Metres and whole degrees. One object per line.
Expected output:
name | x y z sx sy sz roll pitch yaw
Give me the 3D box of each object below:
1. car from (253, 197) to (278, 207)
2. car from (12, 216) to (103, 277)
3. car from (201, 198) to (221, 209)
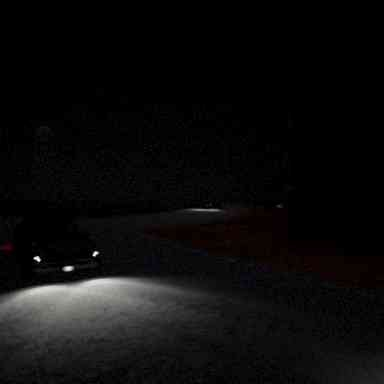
car | 12.426 1.561 56.010 4.553 1.767 2.097 1 0 -33
car | -4.490 1.498 10.472 2.033 1.411 5.357 1 0 -33
car | 2.741 1.580 46.432 1.837 1.490 4.892 1 0 19
